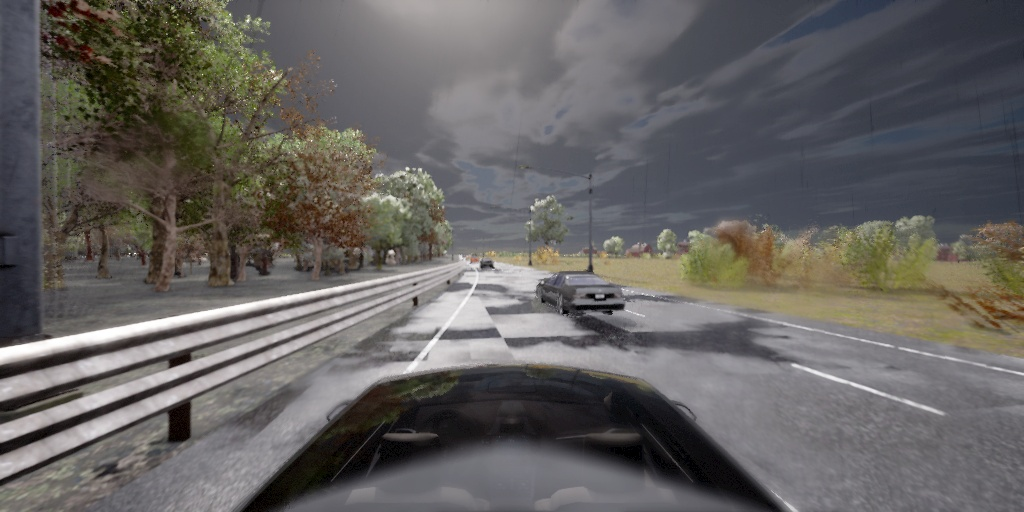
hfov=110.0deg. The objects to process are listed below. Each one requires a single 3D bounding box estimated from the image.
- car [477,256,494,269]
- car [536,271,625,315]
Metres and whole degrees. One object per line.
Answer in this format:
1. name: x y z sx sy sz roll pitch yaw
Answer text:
1. car: -3.800 1.075 53.310 1.837 1.490 4.892 0 0 -9
2. car: 2.305 1.278 13.453 2.033 1.411 5.357 0 0 -9
